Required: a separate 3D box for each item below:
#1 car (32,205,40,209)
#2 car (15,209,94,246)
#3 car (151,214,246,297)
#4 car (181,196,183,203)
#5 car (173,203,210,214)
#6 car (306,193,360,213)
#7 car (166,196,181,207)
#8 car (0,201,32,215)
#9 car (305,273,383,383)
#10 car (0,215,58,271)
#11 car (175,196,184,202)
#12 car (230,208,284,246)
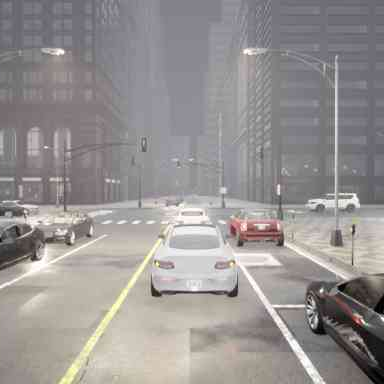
[{"bbox_3d":[-17.624,1.581,33.205,4.674,1.442,1.812,0,0,3],"label":"car"},{"bbox_3d":[-5.755,1.552,15.112,2.008,1.369,4.403,0,0,0],"label":"car"},{"bbox_3d":[0.068,1.526,8.446,1.812,1.442,4.674,0,0,1],"label":"car"},{"bbox_3d":[-3.030,1.535,60.574,1.837,1.490,4.892,0,0,0],"label":"car"},{"bbox_3d":[0.013,1.527,17.591,1.812,1.442,4.674,0,0,0],"label":"car"},{"bbox_3d":[15.516,1.178,36.711,5.566,2.045,2.150,0,0,0],"label":"car"},{"bbox_3d":[-3.011,1.547,51.400,1.812,1.442,4.674,0,0,0],"label":"car"},{"bbox_3d":[-17.617,1.548,29.952,5.008,1.535,1.882,0,0,-1],"label":"car"},{"bbox_3d":[2.764,1.566,3.836,1.947,1.339,4.313,0,0,0],"label":"car"},{"bbox_3d":[-5.758,1.566,9.475,1.947,1.339,4.313,0,0,0],"label":"car"},{"bbox_3d":[-3.030,1.611,80.315,1.994,1.385,4.181,0,0,0],"label":"car"},{"bbox_3d":[2.770,1.441,15.109,1.967,1.590,4.097,0,0,0],"label":"car"}]
